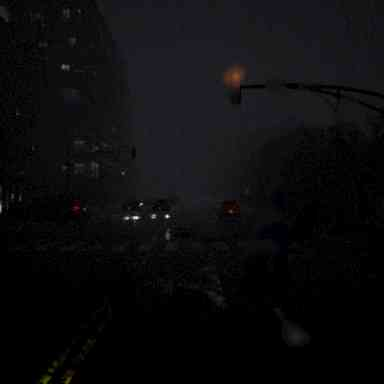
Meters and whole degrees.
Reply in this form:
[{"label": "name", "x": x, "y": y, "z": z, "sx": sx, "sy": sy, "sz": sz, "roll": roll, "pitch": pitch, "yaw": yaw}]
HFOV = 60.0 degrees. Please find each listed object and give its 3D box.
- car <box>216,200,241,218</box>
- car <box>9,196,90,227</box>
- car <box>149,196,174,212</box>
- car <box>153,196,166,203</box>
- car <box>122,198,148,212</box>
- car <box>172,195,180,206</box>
[{"label": "car", "x": 3.265, "y": 1.469, "z": 30.494, "sx": 1.882, "sy": 1.535, "sz": 5.008, "roll": 0, "pitch": 0, "yaw": 0}, {"label": "car", "x": -10.042, "y": 1.317, "z": 23.517, "sx": 5.566, "sy": 2.045, "sz": 2.150, "roll": -1, "pitch": 0, "yaw": 13}, {"label": "car", "x": -3.455, "y": 1.496, "z": 38.037, "sx": 1.837, "sy": 1.490, "sz": 4.892, "roll": 0, "pitch": 0, "yaw": 0}, {"label": "car", "x": -6.691, "y": 1.545, "z": 68.767, "sx": 2.033, "sy": 1.411, "sz": 5.357, "roll": 0, "pitch": 0, "yaw": 0}, {"label": "car", "x": -6.704, "y": 1.483, "z": 38.038, "sx": 2.128, "sy": 1.511, "sz": 4.902, "roll": 0, "pitch": 0, "yaw": 0}, {"label": "car", "x": -3.489, "y": 1.487, "z": 54.093, "sx": 2.128, "sy": 1.511, "sz": 4.902, "roll": 0, "pitch": 0, "yaw": 0}]
